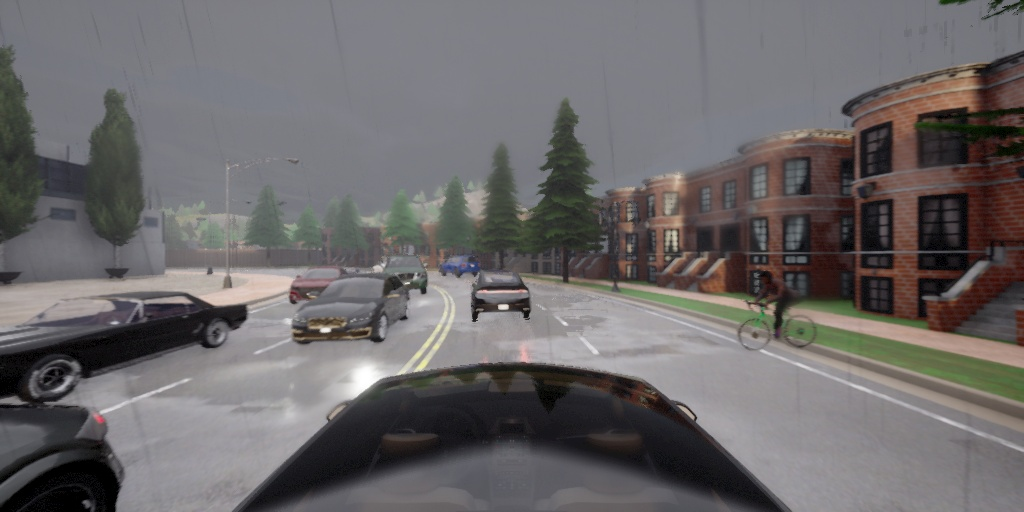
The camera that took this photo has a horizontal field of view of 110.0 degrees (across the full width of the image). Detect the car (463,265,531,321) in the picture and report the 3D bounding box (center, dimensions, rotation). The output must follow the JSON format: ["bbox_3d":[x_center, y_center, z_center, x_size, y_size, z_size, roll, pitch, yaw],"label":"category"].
[{"bbox_3d":[-0.538,1.237,12.589,2.128,1.511,4.902,0,0,-7],"label":"car"}]

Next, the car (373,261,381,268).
[{"bbox_3d":[-13.718,1.275,39.391,1.812,1.442,4.674,0,0,-43],"label":"car"}]

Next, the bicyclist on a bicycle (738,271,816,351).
[{"bbox_3d":[5.453,1.127,7.411,1.656,1.620,0.582,-4,0,-1],"label":"bicyclist on a bicycle"}]

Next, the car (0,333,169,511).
[{"bbox_3d":[-3.672,1.320,0.711,1.994,1.385,4.181,0,0,-1],"label":"car"}]

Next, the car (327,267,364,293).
[{"bbox_3d":[-10.433,1.410,22.615,1.895,1.301,4.718,0,0,-24],"label":"car"}]

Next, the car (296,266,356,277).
[{"bbox_3d":[-8.692,1.232,16.683,1.882,1.535,5.008,0,0,-16],"label":"car"}]

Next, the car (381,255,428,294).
[{"bbox_3d":[-6.030,0.971,20.056,2.150,2.045,5.566,0,0,-19],"label":"car"}]

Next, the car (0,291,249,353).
[{"bbox_3d":[-7.250,1.359,6.447,1.895,1.301,4.718,0,0,-2],"label":"car"}]

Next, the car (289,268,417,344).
[{"bbox_3d":[-4.013,1.256,9.722,1.837,1.490,4.892,0,0,-5],"label":"car"}]

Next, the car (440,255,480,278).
[{"bbox_3d":[-4.969,0.963,34.117,2.150,2.045,5.566,0,0,-33],"label":"car"}]
